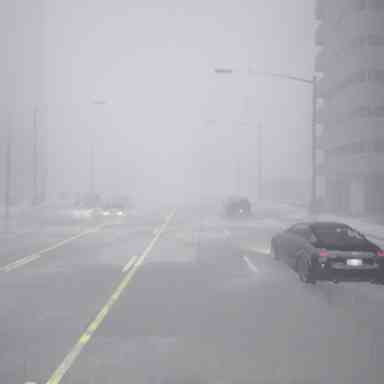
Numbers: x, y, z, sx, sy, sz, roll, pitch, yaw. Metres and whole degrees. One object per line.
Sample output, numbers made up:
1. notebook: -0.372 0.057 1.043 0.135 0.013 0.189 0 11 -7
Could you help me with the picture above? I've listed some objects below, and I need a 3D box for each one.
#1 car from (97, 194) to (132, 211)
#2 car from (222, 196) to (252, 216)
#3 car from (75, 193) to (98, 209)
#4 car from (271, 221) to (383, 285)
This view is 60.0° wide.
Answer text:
1. car: -7.091 0.972 31.995 2.033 1.411 5.357 0 2 0
2. car: 3.607 1.066 26.894 1.837 1.490 4.892 0 2 0
3. car: -10.586 0.851 34.429 2.128 1.511 4.902 0 2 0
4. car: 3.603 1.506 9.378 1.994 1.385 4.181 0 1 0
